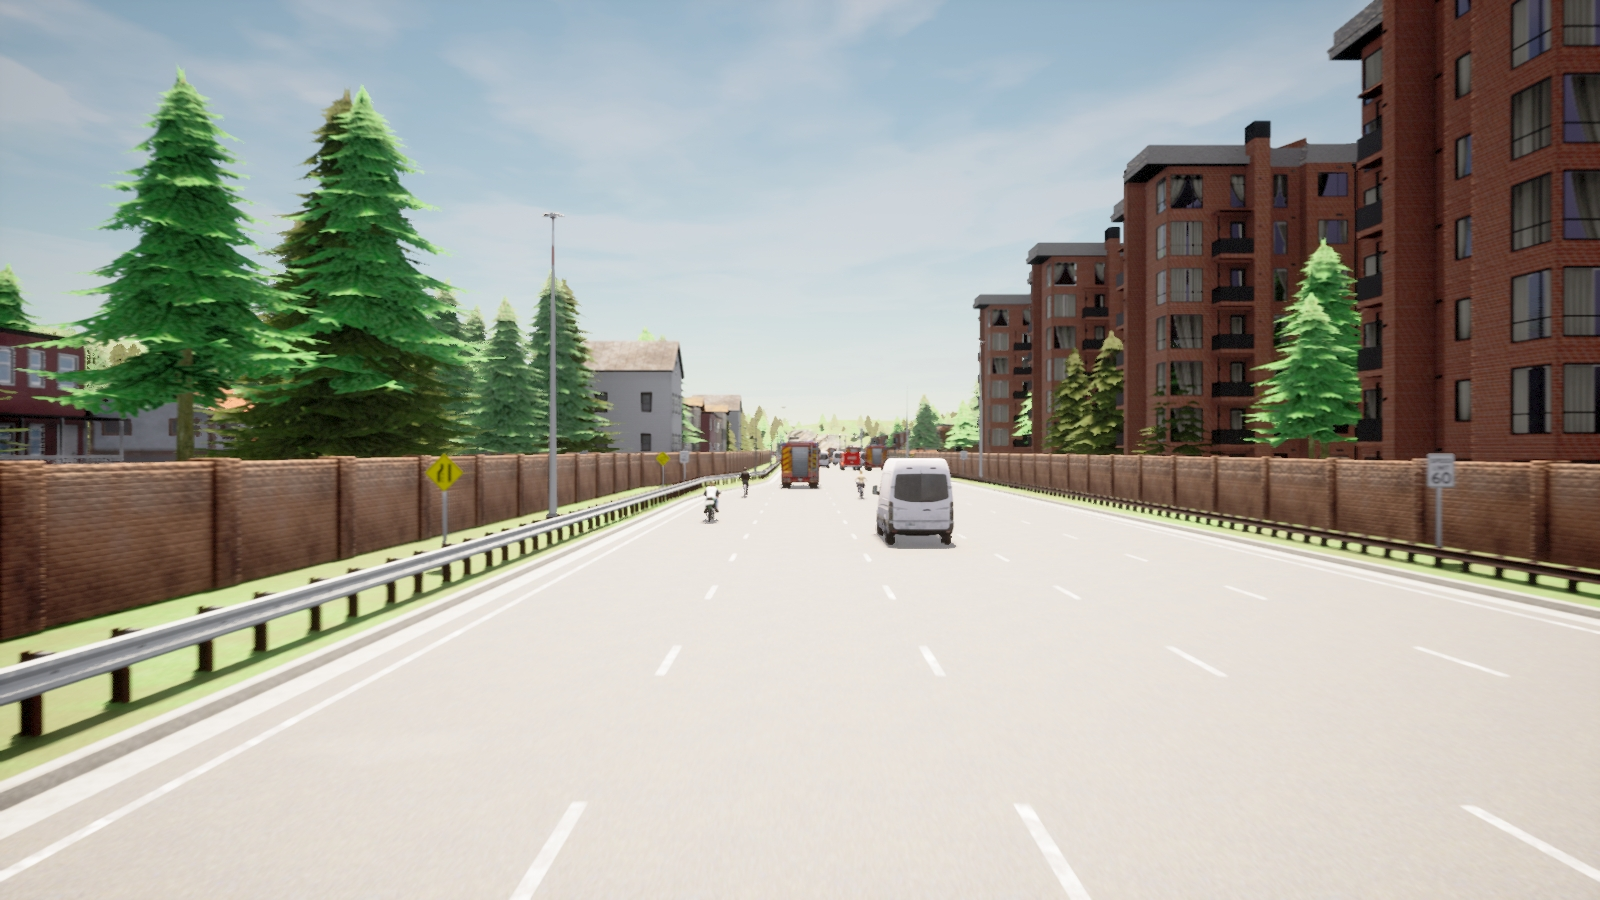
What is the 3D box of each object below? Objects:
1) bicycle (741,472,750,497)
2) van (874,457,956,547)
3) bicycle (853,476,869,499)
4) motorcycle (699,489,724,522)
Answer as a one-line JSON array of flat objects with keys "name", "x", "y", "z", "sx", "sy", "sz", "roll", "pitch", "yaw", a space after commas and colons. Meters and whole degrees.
[{"name": "bicycle", "x": -3.255, "y": 2.060, "z": 68.259, "sx": 0.329, "sy": 1.471, "sz": 1.835, "roll": 0, "pitch": 0, "yaw": 2}, {"name": "van", "x": 3.527, "y": 1.534, "z": 36.074, "sx": 1.988, "sy": 2.561, "sz": 5.915, "roll": 0, "pitch": 0, "yaw": 0}, {"name": "bicycle", "x": 3.511, "y": 2.158, "z": 65.599, "sx": 0.859, "sy": 1.277, "sz": 1.487, "roll": 0, "pitch": 0, "yaw": 0}, {"name": "motorcycle", "x": -3.493, "y": 2.186, "z": 45.197, "sx": 0.803, "sy": 1.199, "sz": 2.033, "roll": 0, "pitch": 0, "yaw": 0}]
